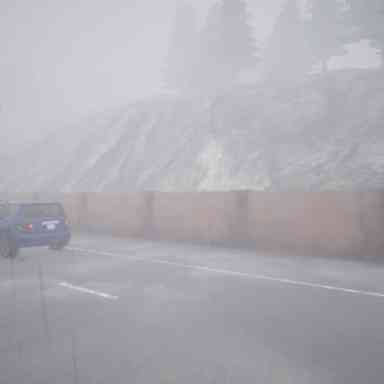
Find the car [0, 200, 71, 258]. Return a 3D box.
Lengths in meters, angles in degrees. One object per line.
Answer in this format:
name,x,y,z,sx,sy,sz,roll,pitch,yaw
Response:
car,-7.255,1.356,13.582,5.566,2.045,2.150,0,0,36
